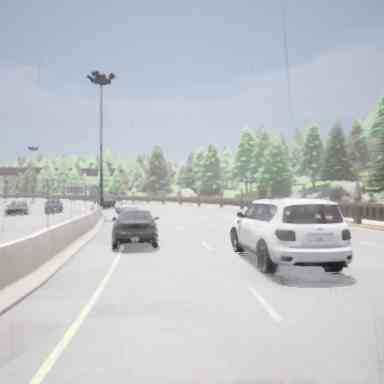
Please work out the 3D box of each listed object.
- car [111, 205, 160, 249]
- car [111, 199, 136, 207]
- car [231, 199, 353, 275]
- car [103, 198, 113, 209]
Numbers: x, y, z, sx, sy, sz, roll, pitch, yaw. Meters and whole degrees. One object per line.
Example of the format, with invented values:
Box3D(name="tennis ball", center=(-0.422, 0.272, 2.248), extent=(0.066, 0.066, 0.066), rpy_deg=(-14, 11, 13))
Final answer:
Box3D(name="car", center=(-2.495, 1.527, 14.767), extent=(1.837, 1.490, 4.892), rpy_deg=(0, 0, -9))
Box3D(name="car", center=(-7.183, 1.656, 36.267), extent=(1.895, 1.301, 4.718), rpy_deg=(0, 0, -22))
Box3D(name="car", center=(2.813, 1.225, 10.696), extent=(2.150, 2.045, 5.566), rpy_deg=(0, 0, -6))
Box3D(name="car", center=(-12.139, 1.557, 47.325), extent=(1.882, 1.535, 5.008), rpy_deg=(0, 0, -29))
